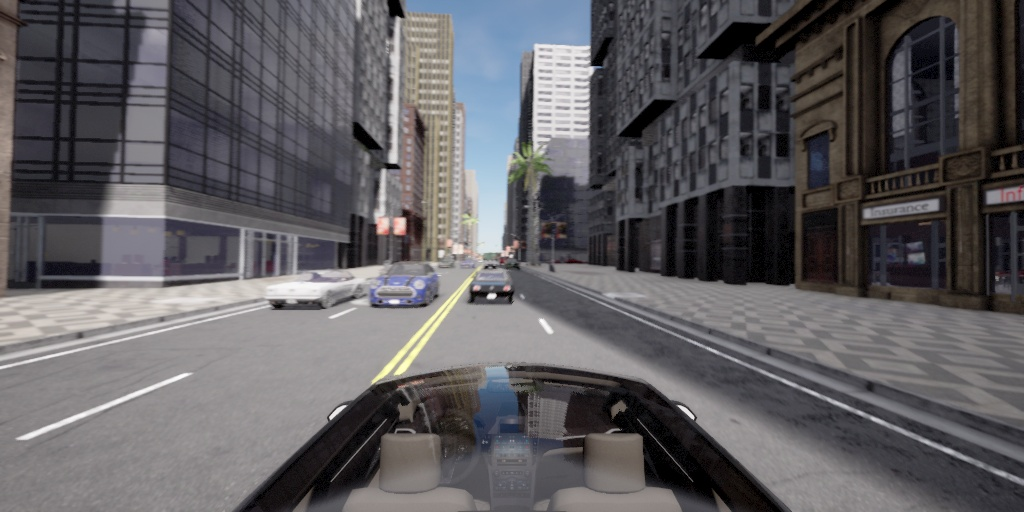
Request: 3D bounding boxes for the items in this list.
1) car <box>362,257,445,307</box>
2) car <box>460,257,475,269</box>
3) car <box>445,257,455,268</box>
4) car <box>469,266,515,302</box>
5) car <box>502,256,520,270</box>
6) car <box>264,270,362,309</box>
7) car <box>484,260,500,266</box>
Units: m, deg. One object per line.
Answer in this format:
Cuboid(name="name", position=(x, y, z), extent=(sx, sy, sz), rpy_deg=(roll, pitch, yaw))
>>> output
Cuboid(name="car", position=(-4.291, 1.028, 14.964), extent=(2.097, 1.767, 4.553), rpy_deg=(1, 0, -4))
Cuboid(name="car", position=(-6.778, 1.012, 55.457), extent=(2.097, 1.767, 4.553), rpy_deg=(1, 0, -3))
Cuboid(name="car", position=(-10.021, 0.962, 55.255), extent=(2.097, 1.767, 4.553), rpy_deg=(1, 0, -3))
Cuboid(name="car", position=(-0.950, 1.326, 16.717), extent=(1.895, 1.301, 4.718), rpy_deg=(1, 0, -4))
Cuboid(name="car", position=(-0.025, 1.112, 54.180), extent=(2.097, 1.767, 4.553), rpy_deg=(1, 0, -4))
Cuboid(name="car", position=(-7.505, 1.228, 14.207), extent=(1.895, 1.301, 4.718), rpy_deg=(1, 0, -4))
Cuboid(name="car", position=(-3.228, 1.310, 53.257), extent=(1.895, 1.301, 4.718), rpy_deg=(1, 0, -4))
